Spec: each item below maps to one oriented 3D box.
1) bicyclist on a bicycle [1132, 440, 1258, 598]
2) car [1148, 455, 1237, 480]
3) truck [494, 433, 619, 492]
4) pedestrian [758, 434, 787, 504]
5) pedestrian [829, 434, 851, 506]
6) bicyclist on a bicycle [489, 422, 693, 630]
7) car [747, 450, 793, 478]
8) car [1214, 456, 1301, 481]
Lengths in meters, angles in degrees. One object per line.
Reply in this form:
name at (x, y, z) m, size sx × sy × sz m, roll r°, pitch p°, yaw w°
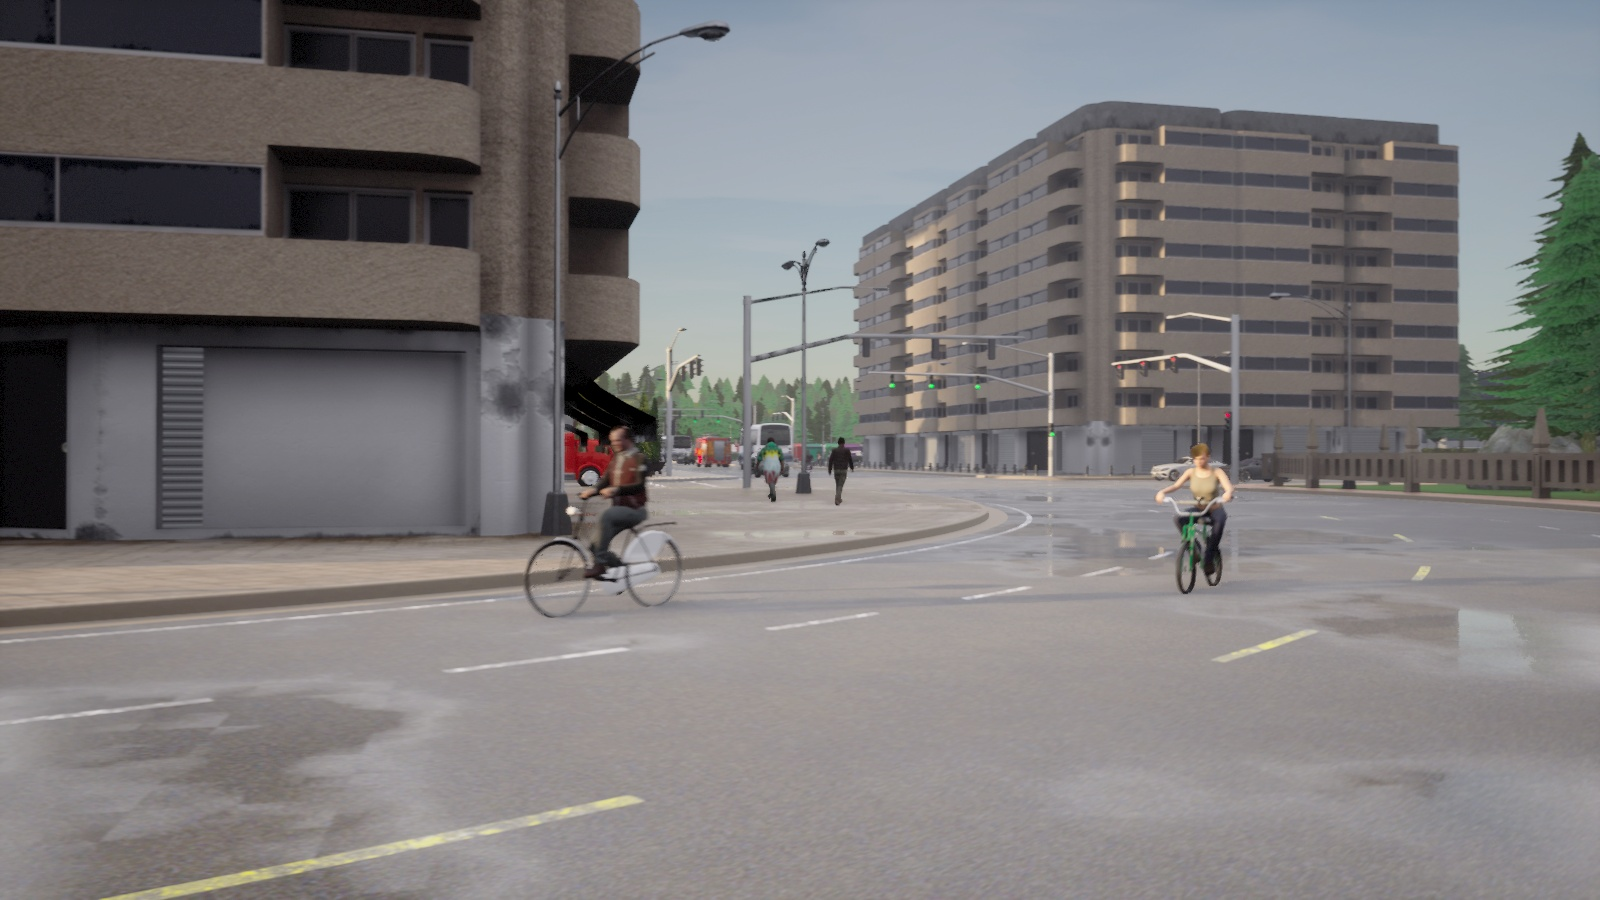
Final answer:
bicyclist on a bicycle at (4.320, 0.715, 13.682) m, size 0.866 × 1.612 × 1.509 m, roll -1°, pitch -1°, yaw 35°
car at (22.943, 1.006, 73.446) m, size 4.674 × 1.442 × 1.812 m, roll 0°, pitch 0°, yaw -13°
truck at (-10.636, 0.523, 54.736) m, size 5.204 × 2.467 × 2.627 m, roll 0°, pitch 0°, yaw -13°
pedestrian at (-0.792, 0.526, 35.623) m, size 0.659 × 1.952 × 0.873 m, roll 0°, pitch 0°, yaw -13°
pedestrian at (1.029, 0.503, 32.484) m, size 0.431 × 1.840 × 0.703 m, roll 0°, pitch 0°, yaw 14°
bicyclist on a bicycle at (-1.904, 0.659, 11.671) m, size 0.659 × 1.776 × 1.843 m, roll -1°, pitch -1°, yaw 43°
car at (-1.976, 0.873, 80.407) m, size 2.097 × 1.767 × 4.553 m, roll 0°, pitch 0°, yaw -13°
car at (25.643, 1.026, 70.493) m, size 4.181 × 1.385 × 1.994 m, roll 0°, pitch 0°, yaw -14°
